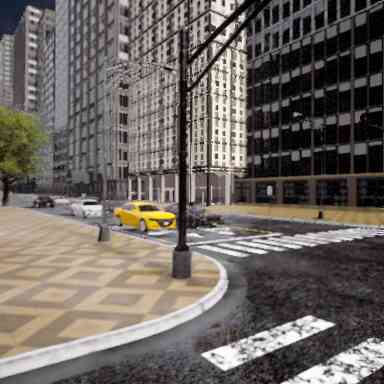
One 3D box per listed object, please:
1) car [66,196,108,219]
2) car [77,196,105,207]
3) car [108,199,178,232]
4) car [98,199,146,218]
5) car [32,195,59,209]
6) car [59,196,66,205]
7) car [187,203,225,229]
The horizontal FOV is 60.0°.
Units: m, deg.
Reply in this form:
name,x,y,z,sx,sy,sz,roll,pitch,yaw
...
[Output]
name,x,y,z,sx,sy,sz,roll,pitch,yaw
car,-8.289,1.330,26.685,1.812,1.442,4.674,1,0,-37
car,-13.846,1.244,45.351,2.033,1.411,5.357,1,0,-37
car,-2.819,1.356,19.349,1.882,1.535,5.008,1,0,-37
car,-6.326,1.367,29.487,2.033,1.411,5.357,1,0,-37
car,-17.480,1.177,39.055,1.837,1.490,4.892,1,0,-36
car,-18.388,1.245,45.773,1.895,1.301,4.718,1,0,-36
car,-0.267,1.450,21.363,2.033,1.411,5.357,1,0,-37
